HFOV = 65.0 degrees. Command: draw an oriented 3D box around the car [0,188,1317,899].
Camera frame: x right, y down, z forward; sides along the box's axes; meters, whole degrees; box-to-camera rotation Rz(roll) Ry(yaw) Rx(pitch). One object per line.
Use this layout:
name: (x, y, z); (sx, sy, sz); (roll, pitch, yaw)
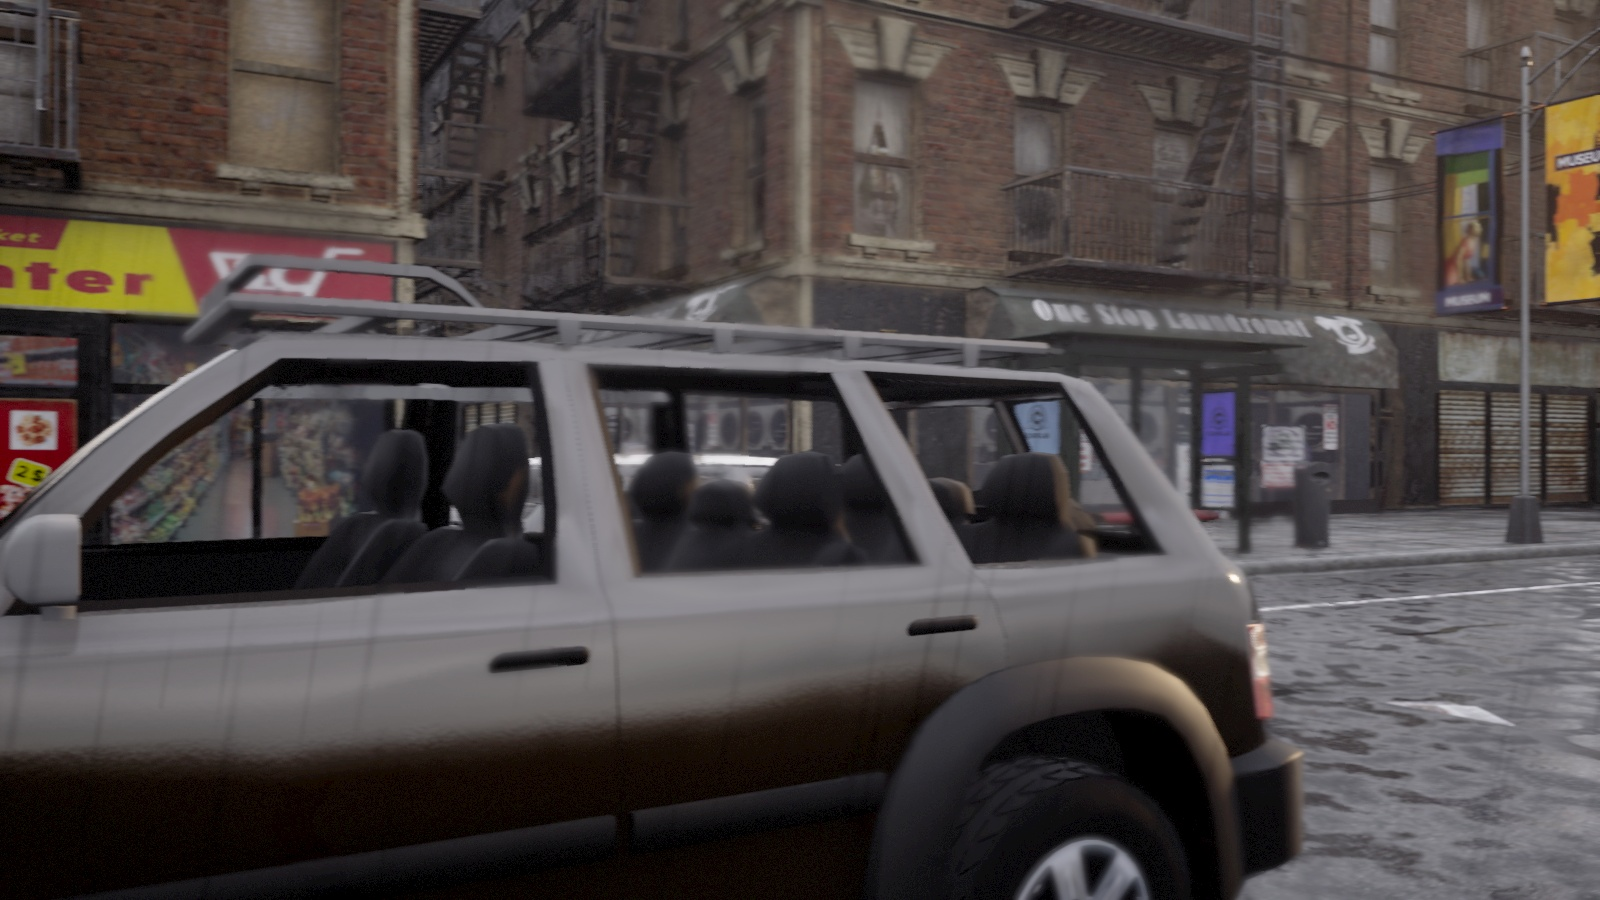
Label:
car: (-1.156, 0.567, 2.840); (4.605, 1.855, 1.932); (0, 0, -31)
